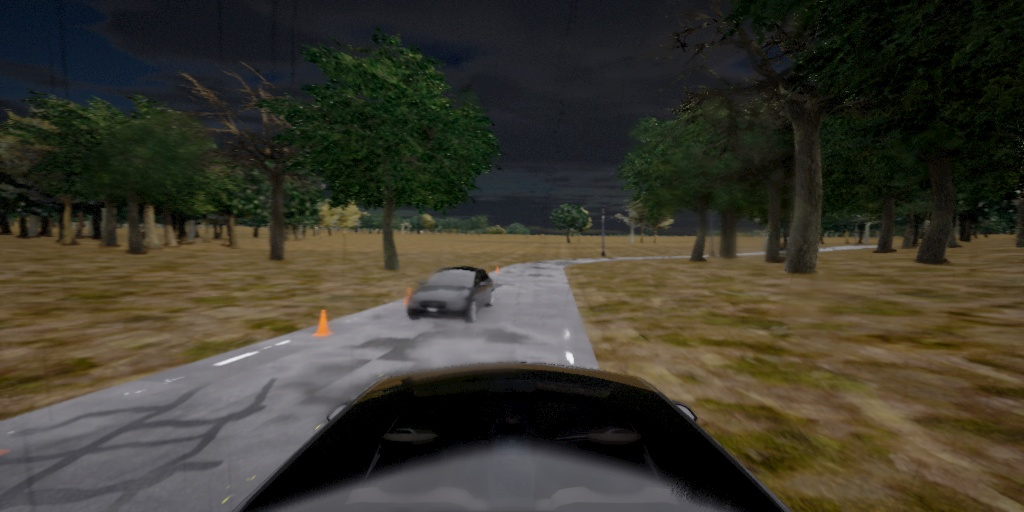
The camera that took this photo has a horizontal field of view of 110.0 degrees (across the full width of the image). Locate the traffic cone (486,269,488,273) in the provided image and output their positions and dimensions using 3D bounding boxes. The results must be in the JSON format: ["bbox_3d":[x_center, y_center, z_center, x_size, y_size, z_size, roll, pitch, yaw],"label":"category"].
[{"bbox_3d":[-1.971,1.306,28.282,0.340,0.580,0.340,0,0,7],"label":"traffic cone"}]

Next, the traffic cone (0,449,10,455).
[{"bbox_3d":[-5.013,1.593,3.302,0.340,0.580,0.340,0,0,4],"label":"traffic cone"}]

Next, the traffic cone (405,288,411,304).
[{"bbox_3d":[-3.826,1.497,13.397,0.340,0.580,0.340,0,0,7],"label":"traffic cone"}]

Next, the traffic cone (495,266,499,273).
[{"bbox_3d":[-1.353,1.239,33.243,0.340,0.580,0.340,0,0,7],"label":"traffic cone"}]

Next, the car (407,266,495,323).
[{"bbox_3d":[-1.752,1.118,11.691,1.837,1.490,4.892,1,1,7],"label":"car"}]

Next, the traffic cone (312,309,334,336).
[{"bbox_3d":[-4.443,1.552,8.436,0.340,0.580,0.340,0,0,7],"label":"traffic cone"}]
